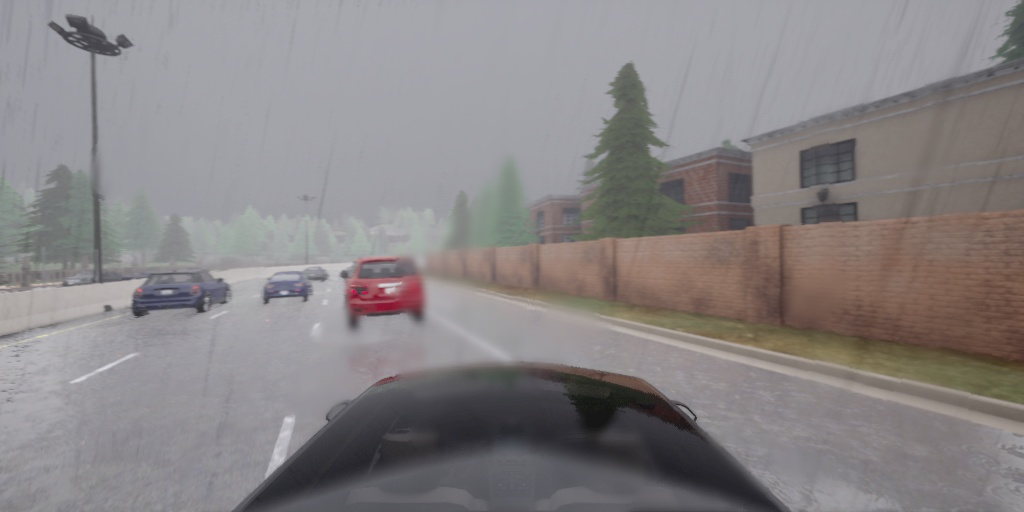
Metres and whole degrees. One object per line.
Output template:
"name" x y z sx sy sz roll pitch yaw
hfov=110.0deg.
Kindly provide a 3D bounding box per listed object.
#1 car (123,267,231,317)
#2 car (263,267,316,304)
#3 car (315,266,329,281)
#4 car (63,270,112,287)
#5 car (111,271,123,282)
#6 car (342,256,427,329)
"car" -13.667 1.377 15.149 2.097 1.767 4.553 -1 0 -26
"car" -11.265 1.492 18.195 1.812 1.442 4.674 -1 0 -26
"car" -18.354 1.658 33.431 1.994 1.385 4.181 -1 0 -23
"car" -36.635 2.000 31.527 2.128 1.511 4.902 -1 0 -20
"car" -33.304 2.025 32.616 1.895 1.301 4.718 -1 0 -20
"car" -4.416 1.049 12.087 2.150 2.045 5.566 -1 0 -26
